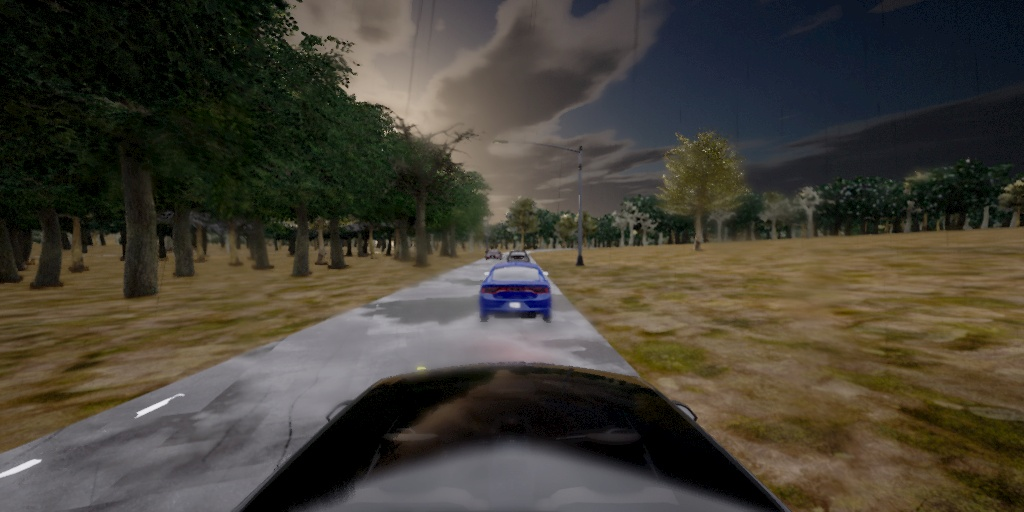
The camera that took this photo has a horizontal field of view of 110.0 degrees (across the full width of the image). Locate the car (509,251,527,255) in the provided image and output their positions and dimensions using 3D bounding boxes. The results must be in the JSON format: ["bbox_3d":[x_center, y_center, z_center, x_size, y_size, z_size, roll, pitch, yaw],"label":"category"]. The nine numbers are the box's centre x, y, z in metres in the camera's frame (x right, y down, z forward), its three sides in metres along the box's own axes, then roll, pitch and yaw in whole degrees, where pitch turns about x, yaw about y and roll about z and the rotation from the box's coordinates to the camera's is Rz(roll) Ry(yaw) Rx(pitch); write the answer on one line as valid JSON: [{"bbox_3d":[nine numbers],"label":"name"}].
[{"bbox_3d":[0.522,0.306,30.203,1.837,1.490,4.892,0,2,1],"label":"car"}]

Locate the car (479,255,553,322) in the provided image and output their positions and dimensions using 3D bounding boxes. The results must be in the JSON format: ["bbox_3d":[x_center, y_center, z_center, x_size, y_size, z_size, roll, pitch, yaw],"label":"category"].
[{"bbox_3d":[0.127,0.919,10.940,1.882,1.535,5.008,0,2,1],"label":"car"}]

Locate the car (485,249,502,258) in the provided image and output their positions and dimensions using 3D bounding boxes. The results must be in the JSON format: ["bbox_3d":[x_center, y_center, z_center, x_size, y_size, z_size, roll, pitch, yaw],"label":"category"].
[{"bbox_3d":[-2.310,-0.144,45.624,1.994,1.385,4.181,0,2,1],"label":"car"}]
